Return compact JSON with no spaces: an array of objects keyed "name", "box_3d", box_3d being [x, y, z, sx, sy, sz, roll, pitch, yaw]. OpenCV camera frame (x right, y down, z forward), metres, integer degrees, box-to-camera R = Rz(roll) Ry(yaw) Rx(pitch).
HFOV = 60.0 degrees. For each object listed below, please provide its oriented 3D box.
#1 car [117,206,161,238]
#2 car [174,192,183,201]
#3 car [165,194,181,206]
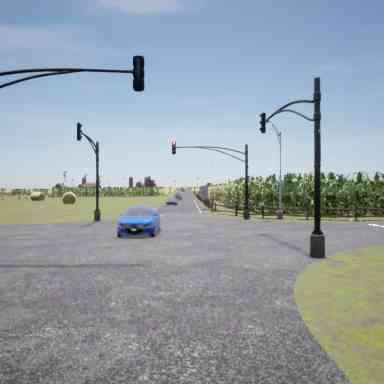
[{"name":"car","box_3d":[-2.769,1.500,18.053,1.882,1.535,5.008,0,0,-1]},{"name":"car","box_3d":[-3.531,1.094,82.866,2.150,2.045,5.566,0,0,0]},{"name":"car","box_3d":[-3.303,1.516,53.951,2.033,1.411,5.357,0,0,0]}]
